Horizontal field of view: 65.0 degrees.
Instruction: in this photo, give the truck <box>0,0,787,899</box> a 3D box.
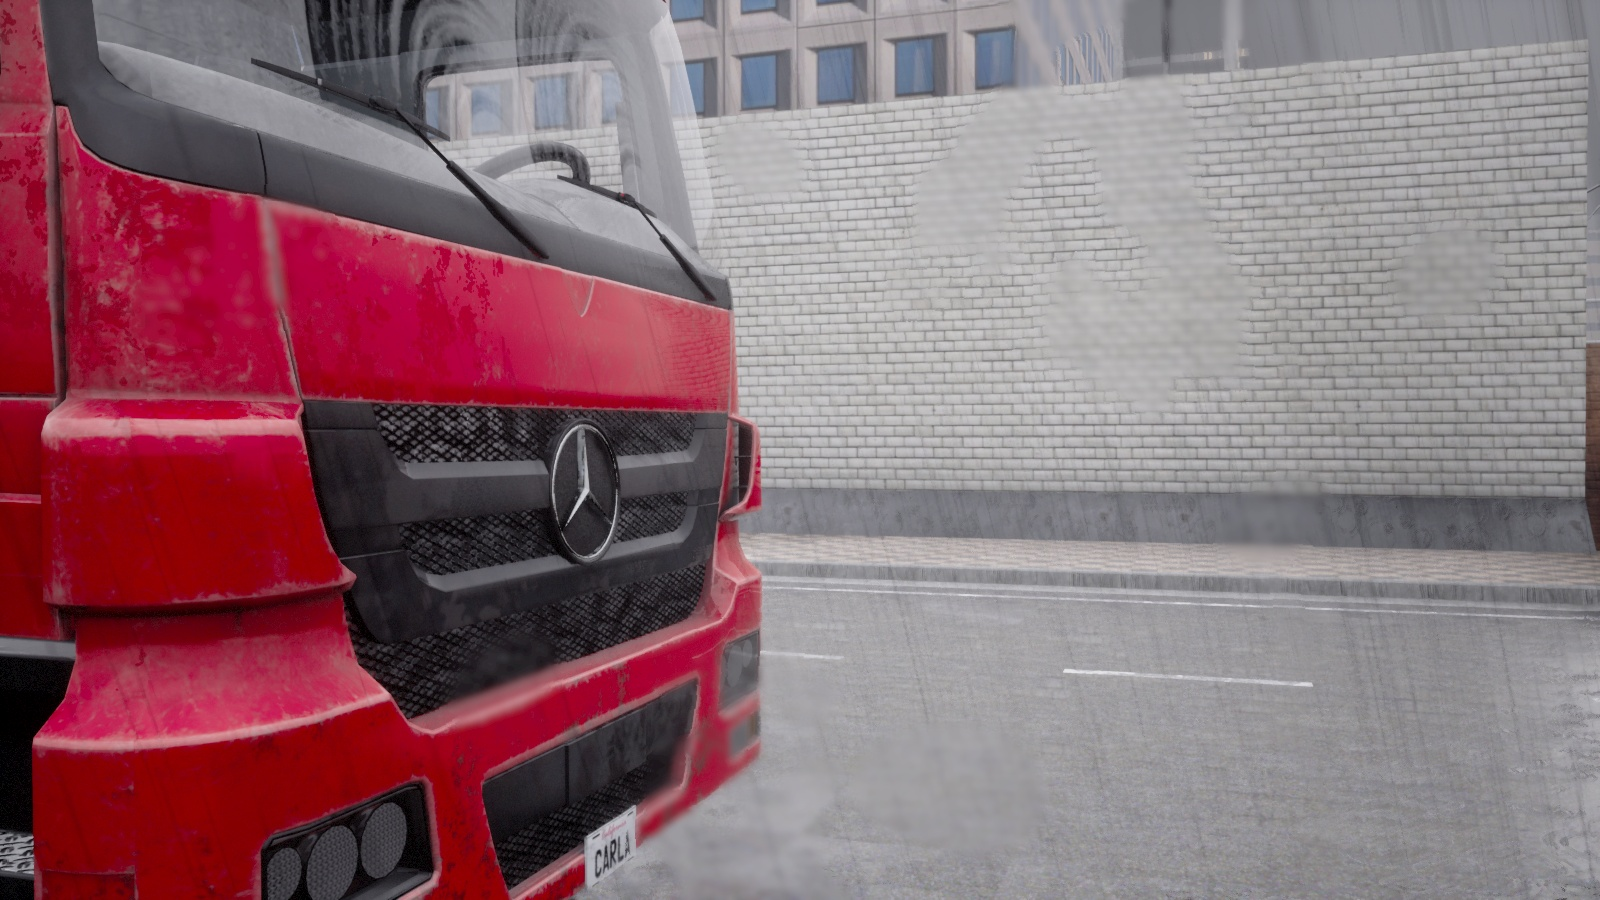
[{"bbox_3d":[-4.275,-0.245,4.614,7.936,3.462,2.891,1,1,19],"label":"truck"}]
